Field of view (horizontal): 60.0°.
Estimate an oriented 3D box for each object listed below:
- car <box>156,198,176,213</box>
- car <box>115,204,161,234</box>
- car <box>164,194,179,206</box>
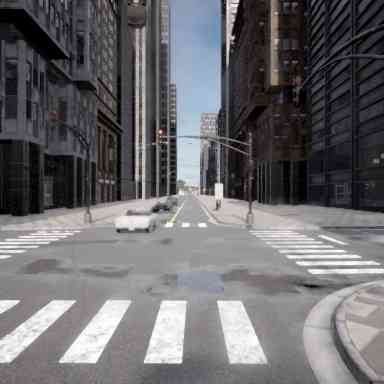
[{"bbox_3d":[-3.178,1.613,36.879,1.895,1.301,4.718,0,0,0],"label":"car"},{"bbox_3d":[-3.144,1.605,19.474,1.895,1.301,4.718,0,0,0],"label":"car"},{"bbox_3d":[-3.198,1.527,53.612,1.837,1.490,4.892,0,0,0],"label":"car"}]
